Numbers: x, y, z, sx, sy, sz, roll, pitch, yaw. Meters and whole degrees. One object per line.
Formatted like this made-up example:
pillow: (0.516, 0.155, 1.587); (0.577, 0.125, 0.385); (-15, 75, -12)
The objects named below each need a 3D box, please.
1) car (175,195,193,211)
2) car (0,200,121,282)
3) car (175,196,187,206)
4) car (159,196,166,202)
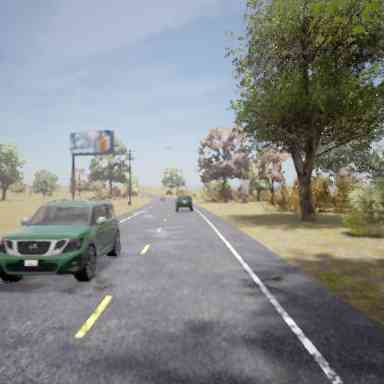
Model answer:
car: (-1.039, 1.420, 43.934); (2.150, 2.045, 5.566); (0, 0, -3)
car: (-3.698, 1.282, 10.318); (2.150, 2.045, 5.566); (0, 0, -1)
car: (-2.167, 1.621, 63.285); (2.097, 1.767, 4.553); (0, 0, -4)
car: (-7.637, 1.851, 86.944); (1.837, 1.490, 4.892); (0, 0, -5)
